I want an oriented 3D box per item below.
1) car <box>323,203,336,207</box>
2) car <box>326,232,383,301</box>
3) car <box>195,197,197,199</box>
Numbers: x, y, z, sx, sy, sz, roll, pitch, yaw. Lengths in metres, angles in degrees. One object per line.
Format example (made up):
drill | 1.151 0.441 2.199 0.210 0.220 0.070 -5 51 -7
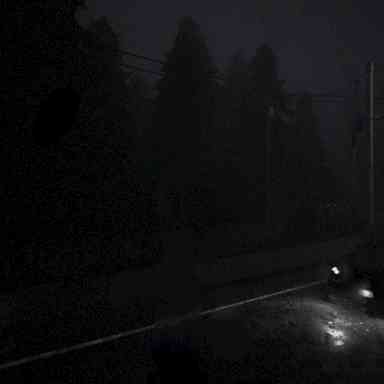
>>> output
car | 15.923 1.504 42.100 1.837 1.490 4.892 1 0 -24
car | 5.469 1.548 7.910 5.357 1.411 2.033 0 0 -36
car | -0.165 1.601 65.211 4.718 1.301 1.895 0 0 27
